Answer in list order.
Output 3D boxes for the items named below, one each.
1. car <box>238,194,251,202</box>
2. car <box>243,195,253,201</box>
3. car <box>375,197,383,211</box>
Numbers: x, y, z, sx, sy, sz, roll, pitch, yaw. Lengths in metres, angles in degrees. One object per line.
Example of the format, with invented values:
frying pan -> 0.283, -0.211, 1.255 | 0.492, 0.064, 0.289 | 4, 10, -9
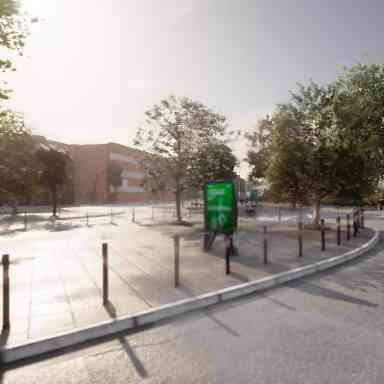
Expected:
car -> 12.762, 1.741, 82.301 | 1.994, 1.385, 4.181 | 0, 0, 16
car -> 15.538, 1.737, 91.954 | 2.128, 1.511, 4.902 | 0, 0, 16
car -> 22.707, 1.148, 36.816 | 2.150, 2.045, 5.566 | 0, 0, -3
